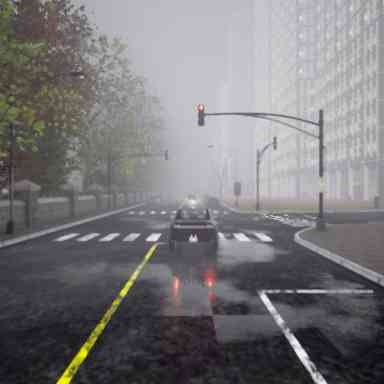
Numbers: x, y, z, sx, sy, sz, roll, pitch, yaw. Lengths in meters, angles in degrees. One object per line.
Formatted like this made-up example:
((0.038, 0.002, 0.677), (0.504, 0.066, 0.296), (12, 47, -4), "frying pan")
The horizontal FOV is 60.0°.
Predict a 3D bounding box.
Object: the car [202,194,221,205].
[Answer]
((2.720, 1.302, 42.861), (1.947, 1.339, 4.313), (0, 0, 0), "car")

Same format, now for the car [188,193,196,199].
((0.056, 0.911, 80.147), (1.837, 1.490, 4.892), (0, 0, 0), "car")

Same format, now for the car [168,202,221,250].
((0.065, 1.402, 13.830), (2.128, 1.511, 4.902), (0, 0, 0), "car")

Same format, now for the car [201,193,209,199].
((2.725, 1.270, 48.493), (1.947, 1.339, 4.313), (0, 0, 0), "car")

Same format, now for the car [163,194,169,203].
((-5.647, 1.082, 59.763), (1.967, 1.590, 4.097), (0, 0, 0), "car")

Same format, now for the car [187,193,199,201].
((0.049, 1.076, 70.982), (1.837, 1.490, 4.892), (0, 0, 0), "car")

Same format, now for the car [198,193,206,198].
((2.757, 1.022, 93.551), (2.008, 1.369, 4.403), (0, 0, 0), "car")

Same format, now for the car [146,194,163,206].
((-5.656, 1.286, 48.499), (1.802, 1.307, 4.206), (0, 0, 0), "car")

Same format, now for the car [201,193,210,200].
((3.204, 1.072, 78.171), (1.812, 1.442, 4.674), (0, 0, 0), "car")

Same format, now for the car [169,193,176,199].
((-5.628, 1.044, 87.925), (1.887, 1.381, 4.507), (0, 0, 0), "car")

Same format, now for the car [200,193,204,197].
((2.729, 1.238, 54.126), (1.947, 1.339, 4.313), (0, 0, 0), "car")
